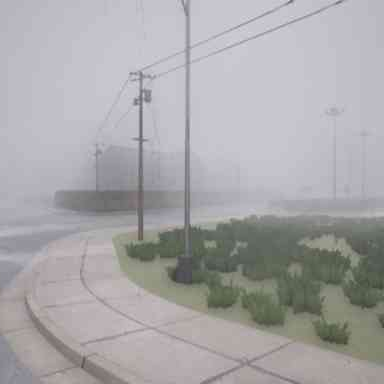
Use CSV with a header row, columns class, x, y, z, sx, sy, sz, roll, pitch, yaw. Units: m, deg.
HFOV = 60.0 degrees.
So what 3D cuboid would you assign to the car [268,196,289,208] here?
class,x,y,z,sx,sy,sz,roll,pitch,yaw
car,12.403,1.297,46.560,2.097,1.767,4.553,0,0,36
